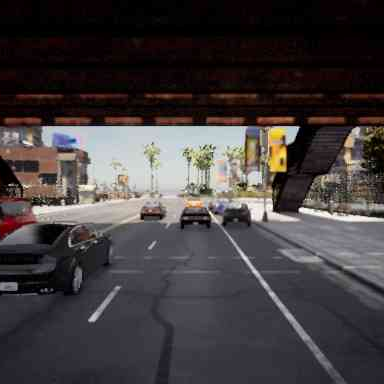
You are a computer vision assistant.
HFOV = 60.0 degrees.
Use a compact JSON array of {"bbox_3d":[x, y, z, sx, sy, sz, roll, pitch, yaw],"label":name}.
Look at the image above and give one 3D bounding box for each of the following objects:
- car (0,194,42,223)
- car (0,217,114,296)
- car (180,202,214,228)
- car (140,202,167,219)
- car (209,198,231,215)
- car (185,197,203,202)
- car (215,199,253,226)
[{"bbox_3d":[-7.054,1.217,10.673,2.150,2.045,5.566,0,0,1],"label":"car"},{"bbox_3d":[-3.363,1.501,8.587,1.837,1.490,4.892,0,0,0],"label":"car"},{"bbox_3d":[0.231,1.591,22.131,1.895,1.301,4.718,0,0,0],"label":"car"},{"bbox_3d":[-3.257,1.534,28.544,2.033,1.411,5.357,0,0,0],"label":"car"},{"bbox_3d":[3.187,1.339,33.924,2.185,1.767,4.553,0,0,0],"label":"car"},{"bbox_3d":[0.251,1.334,38.821,2.097,1.767,4.553,0,0,0],"label":"car"},{"bbox_3d":[3.146,1.470,23.149,2.231,1.521,4.892,0,0,10],"label":"car"}]
